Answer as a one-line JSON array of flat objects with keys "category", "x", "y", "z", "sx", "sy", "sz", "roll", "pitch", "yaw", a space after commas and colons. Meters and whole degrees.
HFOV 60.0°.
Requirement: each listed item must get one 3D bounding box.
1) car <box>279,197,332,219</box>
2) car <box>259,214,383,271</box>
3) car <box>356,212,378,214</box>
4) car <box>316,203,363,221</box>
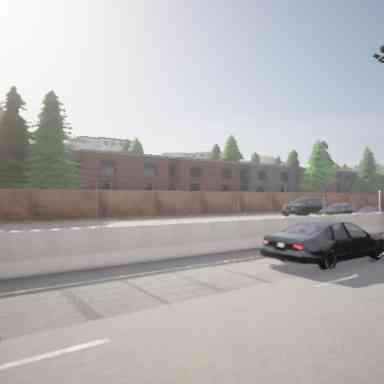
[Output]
[{"category": "car", "x": 11.538, "y": 1.522, "z": 33.694, "sx": 5.566, "sy": 2.045, "sz": 2.150, "roll": 1, "pitch": 0, "yaw": -35}, {"category": "car", "x": 4.698, "y": 1.655, "z": 11.392, "sx": 5.357, "sy": 1.411, "sz": 2.033, "roll": 1, "pitch": 0, "yaw": -35}, {"category": "car", "x": 15.147, "y": 1.843, "z": 27.676, "sx": 5.357, "sy": 1.411, "sz": 2.033, "roll": 1, "pitch": 0, "yaw": -35}, {"category": "car", "x": 13.802, "y": 1.809, "z": 31.012, "sx": 4.892, "sy": 1.490, "sz": 1.837, "roll": 1, "pitch": 0, "yaw": -35}]
